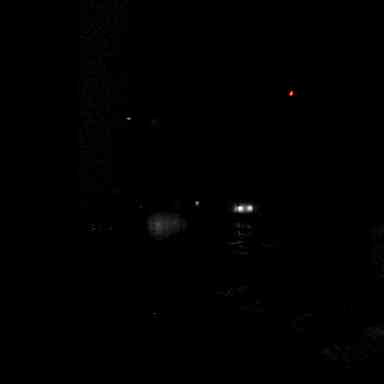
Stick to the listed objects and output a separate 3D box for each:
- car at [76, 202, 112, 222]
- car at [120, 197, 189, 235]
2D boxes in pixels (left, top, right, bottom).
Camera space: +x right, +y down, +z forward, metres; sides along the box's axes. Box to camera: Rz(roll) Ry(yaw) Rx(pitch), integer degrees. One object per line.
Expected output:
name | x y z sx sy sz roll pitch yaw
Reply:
car | -8.556 1.661 28.653 1.882 1.535 5.008 0 -1 -35
car | -2.461 1.359 20.133 2.150 2.045 5.566 0 -1 -36
